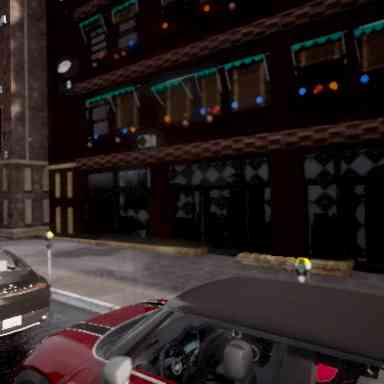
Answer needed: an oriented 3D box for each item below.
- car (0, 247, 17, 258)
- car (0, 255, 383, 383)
[{"bbox_3d":[-4.292,1.620,5.949,4.403,1.369,2.008,-1,-1,36],"label":"car"},{"bbox_3d":[0.317,1.452,2.663,4.097,1.590,1.967,-1,-1,36],"label":"car"}]
